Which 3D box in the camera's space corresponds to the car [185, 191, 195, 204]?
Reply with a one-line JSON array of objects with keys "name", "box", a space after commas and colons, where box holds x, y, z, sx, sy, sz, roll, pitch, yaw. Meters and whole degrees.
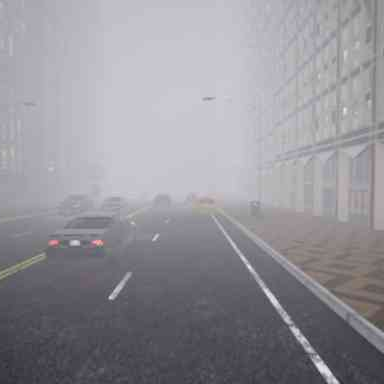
[{"name": "car", "box": [-0.007, 0.904, 45.960, 2.033, 1.411, 5.357, 0, 1, 0]}]

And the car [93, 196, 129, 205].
[{"name": "car", "box": [-6.598, 1.111, 28.438, 1.837, 1.490, 4.892, 0, 0, 0]}]

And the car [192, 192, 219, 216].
[{"name": "car", "box": [1.129, 1.080, 27.003, 1.801, 1.575, 5.366, 0, 1, 0]}]

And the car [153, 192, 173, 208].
[{"name": "car", "box": [-3.161, 0.959, 37.199, 1.882, 1.535, 5.008, 0, 1, 0]}]

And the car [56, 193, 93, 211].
[{"name": "car", "box": [-9.846, 0.954, 28.503, 2.097, 1.767, 4.553, 0, 1, 0]}]

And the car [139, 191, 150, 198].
[{"name": "car", "box": [-9.772, 0.517, 69.364, 1.812, 1.442, 4.674, 0, 1, 0]}]

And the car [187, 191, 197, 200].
[{"name": "car", "box": [-0.016, 0.646, 61.243, 1.837, 1.490, 4.892, 0, 1, 0]}]

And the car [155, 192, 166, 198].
[{"name": "car", "box": [-6.522, 0.588, 69.335, 1.895, 1.301, 4.718, 0, 1, 0]}]

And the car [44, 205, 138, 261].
[{"name": "car", "box": [-3.162, 1.388, 11.500, 2.033, 1.411, 5.357, 0, 1, 0]}]
